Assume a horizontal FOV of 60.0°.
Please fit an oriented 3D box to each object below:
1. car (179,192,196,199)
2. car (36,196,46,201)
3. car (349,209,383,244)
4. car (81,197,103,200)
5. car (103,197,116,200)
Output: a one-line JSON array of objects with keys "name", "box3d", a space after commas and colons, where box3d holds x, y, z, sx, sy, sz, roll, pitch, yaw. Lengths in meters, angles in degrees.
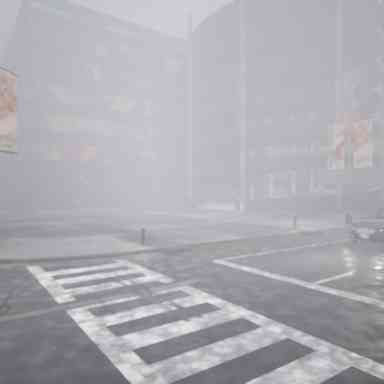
[{"name": "car", "box3d": [-0.717, 0.995, 71.273, 2.435, 2.045, 5.566, 0, 0, -36]}, {"name": "car", "box3d": [-24.882, 1.404, 53.323, 2.161, 1.482, 4.786, 0, 0, -36]}, {"name": "car", "box3d": [8.810, 1.479, 14.584, 4.902, 1.511, 2.128, 0, 0, -36]}, {"name": "car", "box3d": [-14.404, 1.307, 45.841, 2.002, 1.452, 4.674, 0, 0, -36]}, {"name": "car", "box3d": [-15.231, 1.444, 59.774, 1.895, 1.301, 4.718, 0, 0, -36]}]
